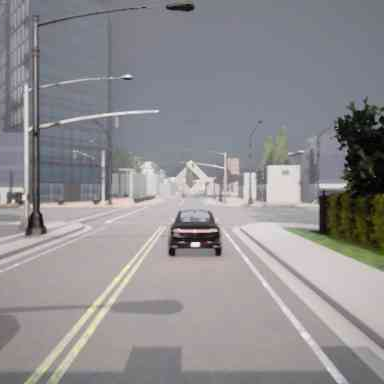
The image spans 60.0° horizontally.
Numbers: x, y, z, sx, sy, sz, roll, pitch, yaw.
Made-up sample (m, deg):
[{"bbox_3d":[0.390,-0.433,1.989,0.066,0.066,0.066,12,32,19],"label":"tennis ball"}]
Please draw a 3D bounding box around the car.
[{"bbox_3d":[0.103,1.419,12.818,2.128,1.511,4.902,0,0,0],"label":"car"}]
